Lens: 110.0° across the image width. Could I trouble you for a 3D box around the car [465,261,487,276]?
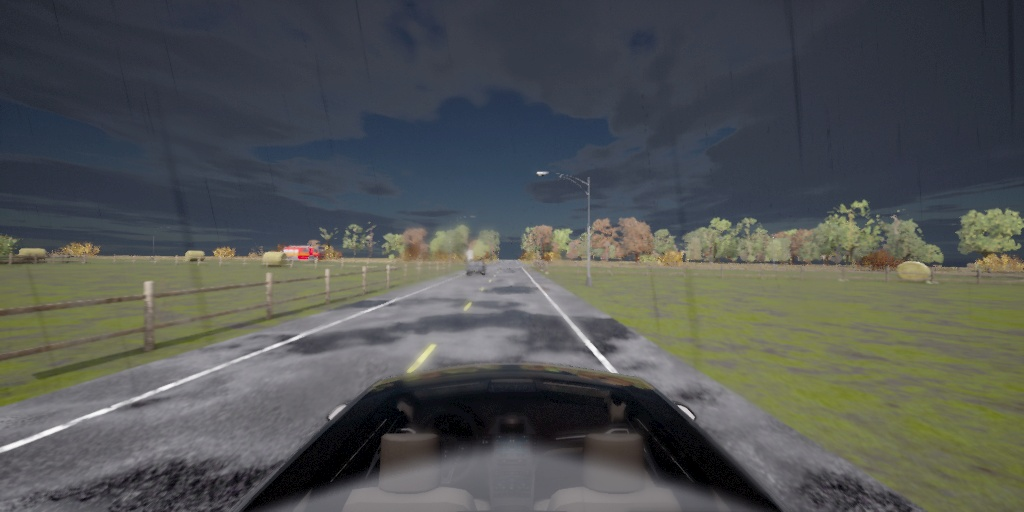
[{"bbox_3d":[-3.601,1.265,36.883,1.837,1.490,4.892,0,0,0],"label":"car"}]
